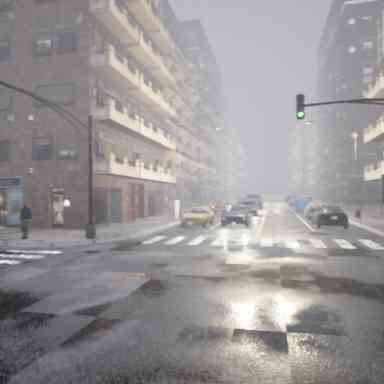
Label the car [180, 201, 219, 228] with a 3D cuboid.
[{"bbox_3d":[0.457,1.586,22.868,1.752,1.417,4.829,0,0,14],"label":"car"}]

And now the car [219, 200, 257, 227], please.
[{"bbox_3d":[3.230,1.571,23.386,2.033,1.411,5.357,-1,0,14],"label":"car"}]

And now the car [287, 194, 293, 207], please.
[{"bbox_3d":[15.294,1.457,48.662,1.752,1.417,4.829,0,0,14],"label":"car"}]

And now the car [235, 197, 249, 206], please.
[{"bbox_3d":[8.431,1.594,55.946,1.887,1.381,4.507,0,0,14],"label":"car"}]

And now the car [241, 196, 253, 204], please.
[{"bbox_3d":[11.076,1.598,66.917,2.008,1.369,4.403,0,0,14],"label":"car"}]

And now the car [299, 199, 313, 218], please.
[{"bbox_3d":[9.964,1.490,26.555,2.008,1.369,4.403,0,0,14],"label":"car"}]

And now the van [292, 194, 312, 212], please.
[{"bbox_3d":[12.609,1.276,37.525,1.690,1.788,3.998,0,0,14],"label":"van"}]

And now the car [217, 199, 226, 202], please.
[{"bbox_3d":[3.141,1.497,34.004,1.967,1.590,4.097,0,0,14],"label":"car"}]

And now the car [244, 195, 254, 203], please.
[{"bbox_3d":[12.398,1.486,72.403,1.967,1.590,4.097,0,0,14],"label":"car"}]

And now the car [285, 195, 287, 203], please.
[{"bbox_3d":[16.576,1.512,53.982,1.802,1.307,4.206,0,0,14],"label":"car"}]

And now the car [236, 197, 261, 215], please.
[{"bbox_3d":[5.558,1.545,33.012,1.812,1.442,4.674,-1,0,14],"label":"car"}]

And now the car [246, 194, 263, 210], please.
[{"bbox_3d":[8.101,1.237,43.444,2.150,2.045,5.566,-1,0,14],"label":"car"}]

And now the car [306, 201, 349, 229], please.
[{"bbox_3d":[8.642,1.507,21.070,1.947,1.339,4.313,0,0,14],"label":"car"}]

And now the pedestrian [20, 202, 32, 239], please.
[{"bbox_3d":[-8.185,1.369,16.323,0.375,1.860,0.375,-1,-2,14],"label":"pedestrian"}]

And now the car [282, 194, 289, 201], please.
[{"bbox_3d":[19.222,1.242,64.953,2.192,1.841,5.009,0,0,14],"label":"car"}]

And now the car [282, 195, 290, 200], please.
[{"bbox_3d":[24.551,1.449,87.061,1.752,1.417,4.829,0,0,14],"label":"car"}]
